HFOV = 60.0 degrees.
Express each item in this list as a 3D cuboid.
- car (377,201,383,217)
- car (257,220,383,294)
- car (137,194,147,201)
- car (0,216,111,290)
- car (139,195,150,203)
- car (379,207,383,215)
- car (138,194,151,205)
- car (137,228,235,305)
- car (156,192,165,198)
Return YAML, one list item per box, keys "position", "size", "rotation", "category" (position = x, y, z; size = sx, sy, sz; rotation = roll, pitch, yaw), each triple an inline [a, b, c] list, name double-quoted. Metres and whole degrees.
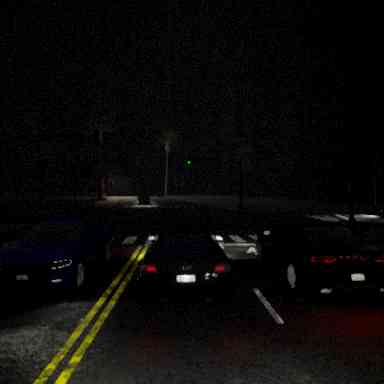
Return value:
- position: [19.278, 1.552, 29.963]
  size: [4.181, 1.385, 1.994]
  rotation: [0, 0, 13]
  category: "car"
- position: [3.111, 1.495, 8.912]
  size: [1.882, 1.535, 5.008]
  rotation: [0, 0, -2]
  category: "car"
- position: [-10.986, 1.114, 73.481]
  size: [1.994, 1.385, 4.181]
  rotation: [0, 1, -11]
  category: "car"
- position: [-3.596, 1.497, 9.355]
  size: [1.882, 1.535, 5.008]
  rotation: [0, 0, -2]
  category: "car"
- position: [-9.203, 1.233, 63.591]
  size: [1.994, 1.385, 4.181]
  rotation: [0, 1, -10]
  category: "car"
- position: [18.328, 1.473, 26.841]
  size: [5.008, 1.535, 1.882]
  rotation: [0, 0, 12]
  category: "car"
- position: [-7.703, 1.275, 53.951]
  size: [1.837, 1.490, 4.892]
  rotation: [0, 1, -9]
  category: "car"
- position: [-0.162, 1.580, 8.194]
  size: [1.994, 1.385, 4.181]
  rotation: [0, 0, -1]
  category: "car"
- position: [-8.946, 0.865, 93.917]
  size: [2.128, 1.511, 4.902]
  rotation: [0, 1, -14]
  category: "car"
